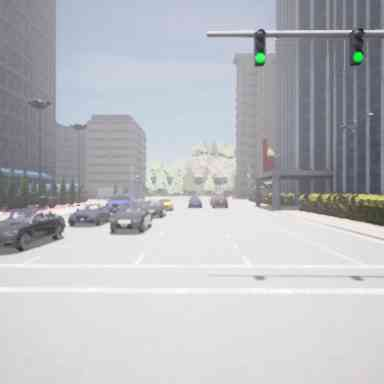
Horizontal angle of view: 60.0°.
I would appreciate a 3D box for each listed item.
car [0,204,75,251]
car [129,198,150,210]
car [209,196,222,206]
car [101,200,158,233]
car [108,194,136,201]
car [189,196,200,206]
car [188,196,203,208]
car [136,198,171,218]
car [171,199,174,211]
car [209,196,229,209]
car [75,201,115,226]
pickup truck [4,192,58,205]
[{"bbox_3d":[-7.117,1.482,14.140,2.128,1.511,4.902,0,0,3],"label":"car"},{"bbox_3d":[-6.682,1.535,42.515,1.994,1.385,4.181,0,0,1],"label":"car"},{"bbox_3d":[3.955,1.439,56.333,1.882,1.535,5.008,0,0,1],"label":"car"},{"bbox_3d":[-3.499,1.478,19.715,2.128,1.511,4.902,0,0,1],"label":"car"},{"bbox_3d":[-6.821,1.200,32.532,2.150,2.045,5.566,0,0,1],"label":"car"},{"bbox_3d":[0.455,1.467,56.316,1.837,1.490,4.892,0,0,1],"label":"car"},{"bbox_3d":[0.453,1.532,46.456,1.994,1.385,4.181,0,0,1],"label":"car"},{"bbox_3d":[-3.366,1.471,29.970,2.128,1.511,4.902,0,0,1],"label":"car"},{"bbox_3d":[-3.204,1.450,40.278,1.882,1.535,5.008,0,0,1],"label":"car"},{"bbox_3d":[3.853,1.321,46.052,2.097,1.767,4.553,0,0,1],"label":"car"},{"bbox_3d":[-6.961,1.549,23.050,1.994,1.385,4.181,0,0,0],"label":"car"},{"bbox_3d":[-19.817,1.031,41.212,2.390,2.098,6.274,0,0,31],"label":"pickup truck"}]
